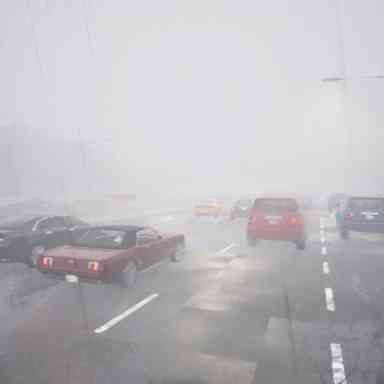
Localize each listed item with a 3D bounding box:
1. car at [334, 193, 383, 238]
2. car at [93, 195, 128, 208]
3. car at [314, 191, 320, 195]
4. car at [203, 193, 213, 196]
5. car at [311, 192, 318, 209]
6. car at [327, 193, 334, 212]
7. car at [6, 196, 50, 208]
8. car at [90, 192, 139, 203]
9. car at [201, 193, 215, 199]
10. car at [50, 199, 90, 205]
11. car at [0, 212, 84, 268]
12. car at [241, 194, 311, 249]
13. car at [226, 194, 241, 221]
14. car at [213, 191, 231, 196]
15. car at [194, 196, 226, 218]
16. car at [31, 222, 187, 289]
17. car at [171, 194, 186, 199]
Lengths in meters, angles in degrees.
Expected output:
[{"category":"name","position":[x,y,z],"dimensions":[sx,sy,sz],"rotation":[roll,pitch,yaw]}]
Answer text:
[{"category":"car","position":[8.634,1.172,16.887],"dimensions":[2.150,2.045,5.566],"rotation":[0,0,21]},{"category":"car","position":[-10.905,1.238,44.719],"dimensions":[2.128,1.511,4.902],"rotation":[0,0,21]},{"category":"car","position":[27.907,1.142,76.650],"dimensions":[1.994,1.385,4.181],"rotation":[0,1,22]},{"category":"car","position":[3.428,1.177,71.774],"dimensions":[1.994,1.385,4.181],"rotation":[0,0,21]},{"category":"car","position":[14.672,1.190,42.727],"dimensions":[2.097,1.767,4.553],"rotation":[0,0,21]},{"category":"car","position":[15.867,1.099,35.814],"dimensions":[2.150,2.045,5.566],"rotation":[0,0,21]},{"category":"car","position":[-17.833,1.244,36.439],"dimensions":[1.882,1.535,5.008],"rotation":[0,0,21]},{"category":"car","position":[-7.516,1.037,34.029],"dimensions":[2.150,2.045,5.566],"rotation":[0,0,21]},{"category":"car","position":[3.982,0.963,82.763],"dimensions":[1.837,1.490,4.892],"rotation":[0,1,21]},{"category":"car","position":[-11.503,1.404,33.406],"dimensions":[1.895,1.301,4.718],"rotation":[0,0,21]},{"category":"car","position":[-4.754,1.437,11.180],"dimensions":[1.837,1.490,4.892],"rotation":[0,0,21]},{"category":"car","position":[3.890,1.167,14.534],"dimensions":[2.150,2.045,5.566],"rotation":[0,0,21]},{"category":"car","position":[4.427,1.246,25.512],"dimensions":[2.097,1.767,4.553],"rotation":[0,0,21]},{"category":"car","position":[6.980,0.858,71.242],"dimensions":[2.150,2.045,5.566],"rotation":[0,0,21]},{"category":"car","position":[1.777,1.349,28.388],"dimensions":[1.882,1.535,5.008],"rotation":[0,0,21]},{"category":"car","position":[-1.769,1.552,9.182],"dimensions":[1.895,1.301,4.718],"rotation":[0,0,21]},{"category":"car","position":[-2.947,1.180,74.692],"dimensions":[1.895,1.301,4.718],"rotation":[0,0,21]}]
